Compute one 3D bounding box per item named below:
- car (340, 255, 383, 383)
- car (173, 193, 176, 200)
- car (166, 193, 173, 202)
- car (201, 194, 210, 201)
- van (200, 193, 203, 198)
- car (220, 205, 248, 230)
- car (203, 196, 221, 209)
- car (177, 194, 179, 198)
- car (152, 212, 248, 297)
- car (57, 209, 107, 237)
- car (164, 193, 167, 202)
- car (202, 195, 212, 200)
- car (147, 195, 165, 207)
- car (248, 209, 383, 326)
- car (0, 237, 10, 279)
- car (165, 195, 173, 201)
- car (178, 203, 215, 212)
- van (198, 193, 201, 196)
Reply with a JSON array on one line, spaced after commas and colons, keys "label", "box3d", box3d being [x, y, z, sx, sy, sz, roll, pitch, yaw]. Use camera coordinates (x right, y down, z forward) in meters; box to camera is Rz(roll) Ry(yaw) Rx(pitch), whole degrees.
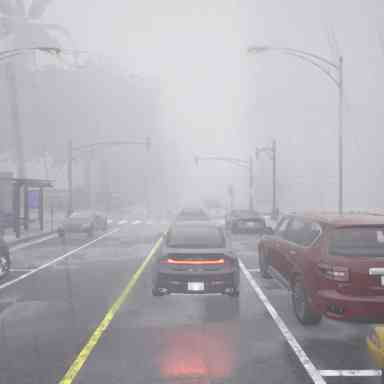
[{"label": "car", "box3d": [2.764, 1.525, 1.752, 1.752, 1.417, 4.829, 0, 0, 0]}, {"label": "car", "box3d": [-5.635, 1.258, 76.851, 2.192, 1.841, 5.009, 0, 0, 0]}, {"label": "car", "box3d": [-5.643, 1.391, 71.431, 1.967, 1.590, 4.097, 0, 0, 0]}, {"label": "car", "box3d": [2.855, 1.494, 55.306, 1.752, 1.417, 4.829, 0, 0, 0]}, {"label": "van", "box3d": [2.863, 1.305, 60.556, 1.690, 1.788, 3.998, 0, 0, 0]}, {"label": "car", "box3d": [2.791, 1.561, 17.858, 1.947, 1.339, 4.313, 0, 0, 0]}, {"label": "car", "box3d": [2.836, 1.544, 44.295, 1.947, 1.339, 4.313, 0, 0, 0]}, {"label": "car", "box3d": [-5.607, 1.232, 93.112, 2.192, 1.841, 5.009, 0, 0, 0]}, {"label": "car", "box3d": [0.091, 1.503, 8.591, 1.837, 1.490, 4.892, 0, 0, 0]}, {"label": "car", "box3d": [-5.734, 1.577, 17.891, 1.802, 1.307, 4.206, 0, 0, 0]}, {"label": "car", "box3d": [-5.671, 1.409, 55.169, 1.967, 1.590, 4.097, 0, 0, 0]}, {"label": "car", "box3d": [2.845, 1.540, 49.715, 1.947, 1.339, 4.313, 0, 0, 0]}, {"label": "car", "box3d": [-5.680, 1.525, 49.750, 2.008, 1.369, 4.403, 0, 0, 0]}, {"label": "car", "box3d": [2.772, 1.314, 7.008, 2.192, 1.841, 5.009, 0, 0, 0]}, {"label": "car", "box3d": [-5.753, 1.439, 7.038, 1.967, 1.590, 4.097, 0, 0, 0]}, {"label": "car", "box3d": [-5.625, 1.460, 82.102, 1.752, 1.417, 4.829, 0, 0, 0]}, {"label": "car", "box3d": [0.034, 1.558, 18.619, 1.994, 1.385, 4.181, 0, 0, 0]}, {"label": "van", "box3d": [2.900, 1.276, 82.237, 1.690, 1.788, 3.998, 0, 0, 0]}]
